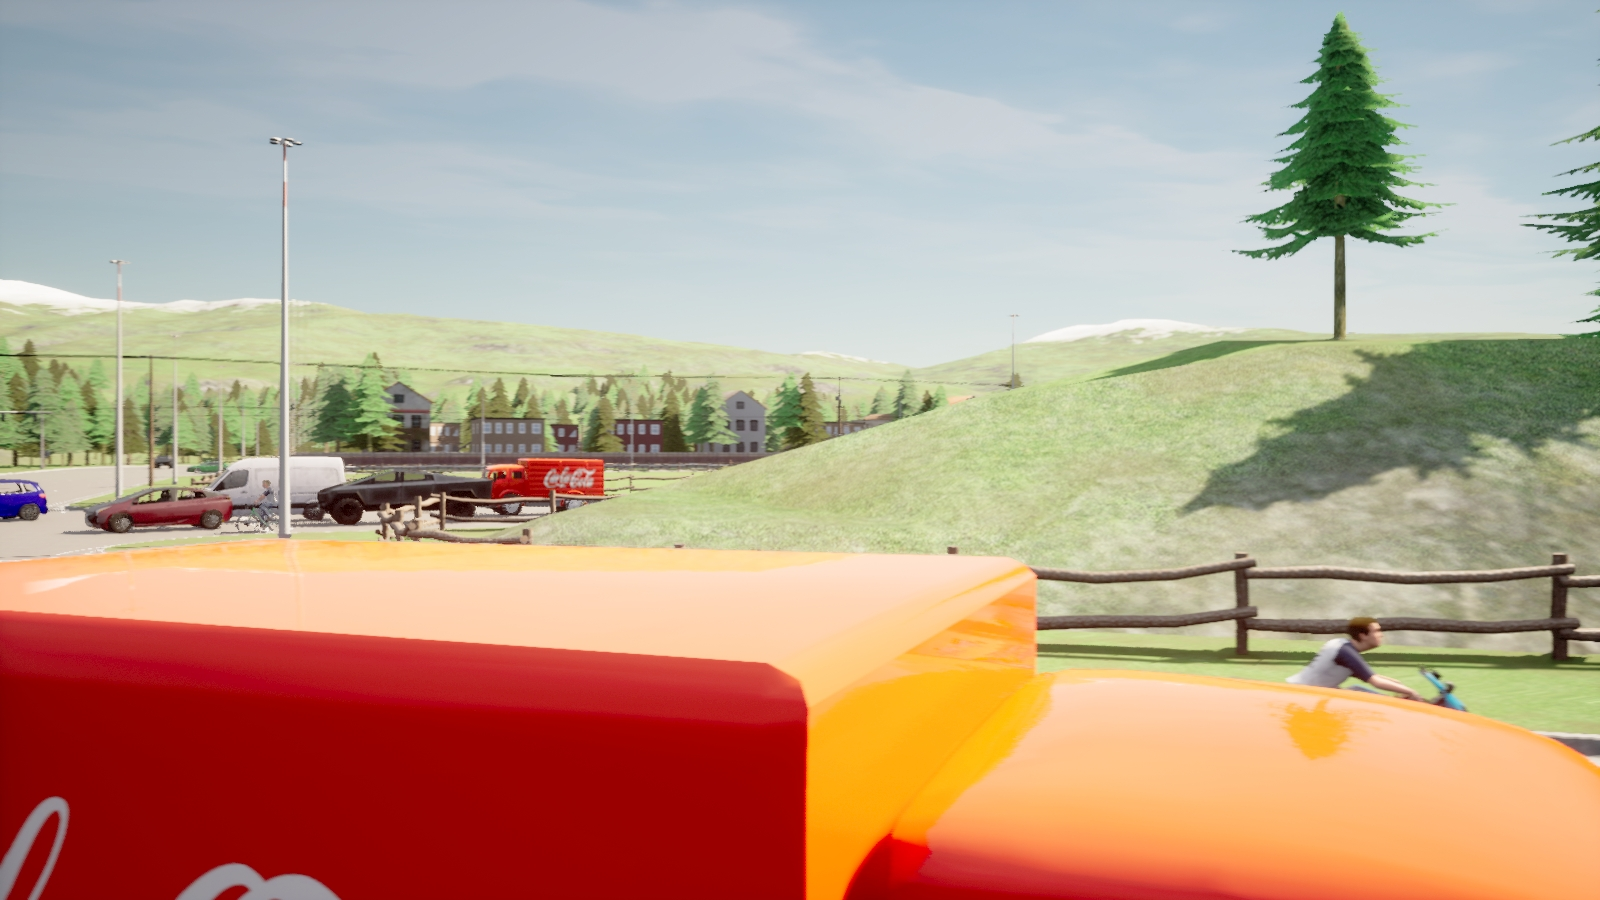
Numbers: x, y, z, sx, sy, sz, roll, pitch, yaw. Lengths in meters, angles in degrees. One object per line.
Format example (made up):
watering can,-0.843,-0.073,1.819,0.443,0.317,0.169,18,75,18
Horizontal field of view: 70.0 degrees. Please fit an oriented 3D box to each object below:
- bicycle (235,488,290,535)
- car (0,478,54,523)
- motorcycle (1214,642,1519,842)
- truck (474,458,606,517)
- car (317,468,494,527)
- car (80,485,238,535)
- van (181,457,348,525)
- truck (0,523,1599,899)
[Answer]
bicycle,-18.261,2.084,38.852,1.643,1.496,0.373,-1,2,-34
car,-32.245,1.996,44.730,2.242,1.667,4.611,0,0,35
motorcycle,4.289,2.195,8.848,2.033,1.199,0.803,0,-3,20
truck,-11.413,1.614,50.142,5.204,2.467,2.627,1,0,-26
car,-15.311,1.787,44.388,6.274,2.098,2.390,0,0,-25
car,-22.424,2.068,40.063,4.514,1.525,2.007,0,0,-42
van,-21.210,1.567,45.397,5.915,2.561,1.988,0,0,-27
truck,-0.330,1.572,3.128,5.204,2.467,2.627,0,0,22
